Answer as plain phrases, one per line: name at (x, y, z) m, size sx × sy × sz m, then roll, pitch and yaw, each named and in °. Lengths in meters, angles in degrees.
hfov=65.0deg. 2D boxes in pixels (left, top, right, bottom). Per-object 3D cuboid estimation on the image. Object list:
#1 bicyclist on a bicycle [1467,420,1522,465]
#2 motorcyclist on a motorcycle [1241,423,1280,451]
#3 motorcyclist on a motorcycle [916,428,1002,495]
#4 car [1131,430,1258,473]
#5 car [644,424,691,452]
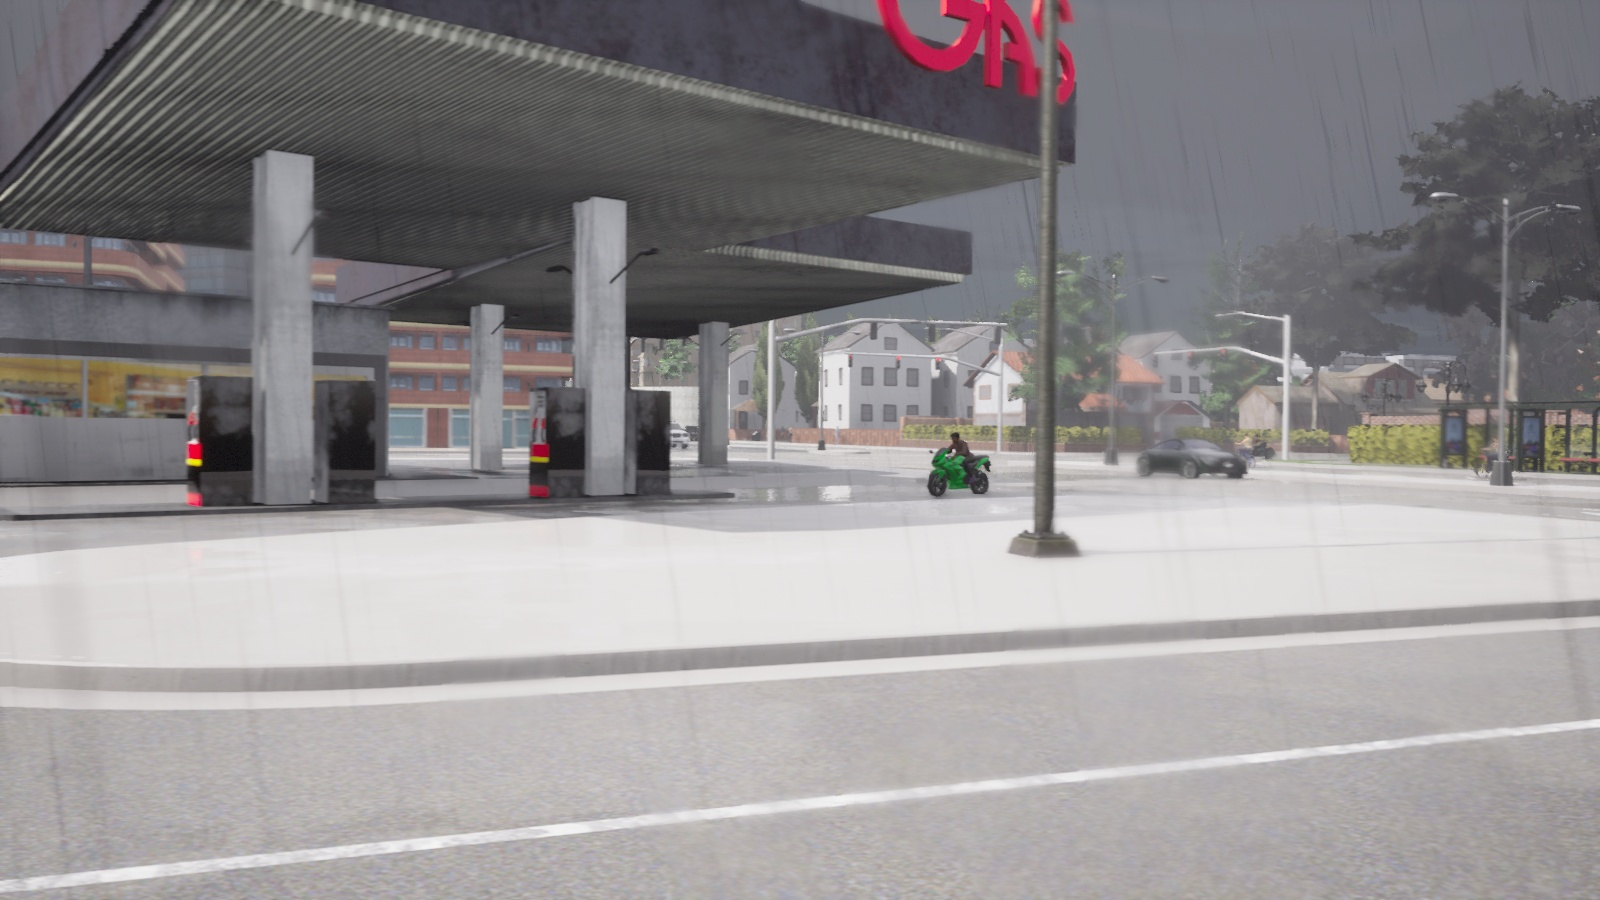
bicyclist on a bicycle at (25.154, -0.276, 45.510) m, size 0.866 × 1.612 × 1.509 m, roll -1°, pitch 1°, yaw -22°
motorcyclist on a motorcycle at (28.318, -0.813, 77.256) m, size 2.350 × 1.649 × 0.766 m, roll -1°, pitch 1°, yaw -21°
motorcyclist on a motorcycle at (3.762, 0.257, 29.698) m, size 2.044 × 1.523 × 0.797 m, roll -1°, pitch 1°, yaw -38°
car at (13.588, 0.009, 43.500) m, size 1.994 × 1.385 × 4.181 m, roll -1°, pitch 1°, yaw -21°
car at (-10.091, -0.925, 95.412) m, size 2.150 × 2.045 × 5.566 m, roll -1°, pitch 1°, yaw -21°
